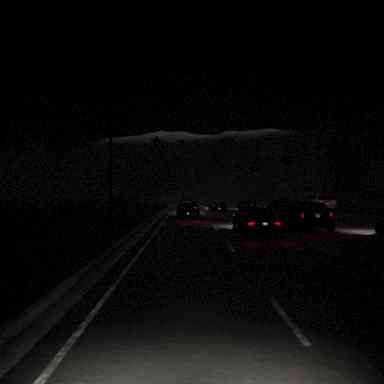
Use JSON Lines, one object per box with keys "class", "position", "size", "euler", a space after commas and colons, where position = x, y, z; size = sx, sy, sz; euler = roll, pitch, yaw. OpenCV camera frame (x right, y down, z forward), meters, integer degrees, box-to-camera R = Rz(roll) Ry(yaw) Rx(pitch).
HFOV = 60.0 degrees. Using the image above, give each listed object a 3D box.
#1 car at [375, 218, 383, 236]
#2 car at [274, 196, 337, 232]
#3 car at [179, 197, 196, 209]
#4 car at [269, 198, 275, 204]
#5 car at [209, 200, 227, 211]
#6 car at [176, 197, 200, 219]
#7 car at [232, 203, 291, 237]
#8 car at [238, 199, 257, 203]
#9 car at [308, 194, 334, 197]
{"class": "car", "position": [10.365, 1.512, 15.190], "size": [1.812, 1.442, 4.674], "euler": [0, 0, -1]}
{"class": "car", "position": [6.793, 1.334, 20.156], "size": [2.097, 1.767, 4.553], "euler": [0, 0, -1]}
{"class": "car", "position": [-0.592, 1.453, 44.980], "size": [2.128, 1.511, 4.902], "euler": [0, 0, -1]}
{"class": "car", "position": [10.019, 1.458, 38.220], "size": [2.128, 1.511, 4.902], "euler": [0, 0, -1]}
{"class": "car", "position": [3.000, 1.567, 39.501], "size": [1.895, 1.301, 4.718], "euler": [0, 0, -1]}
{"class": "car", "position": [-0.332, 1.467, 28.574], "size": [2.128, 1.511, 4.902], "euler": [0, 0, -1]}
{"class": "car", "position": [3.343, 1.532, 17.869], "size": [2.033, 1.411, 5.357], "euler": [0, 0, -1]}
{"class": "car", "position": [6.511, 1.514, 38.852], "size": [2.033, 1.411, 5.357], "euler": [0, 0, -1]}
{"class": "car", "position": [13.561, 1.192, 35.845], "size": [2.150, 2.045, 5.566], "euler": [0, 0, -1]}
